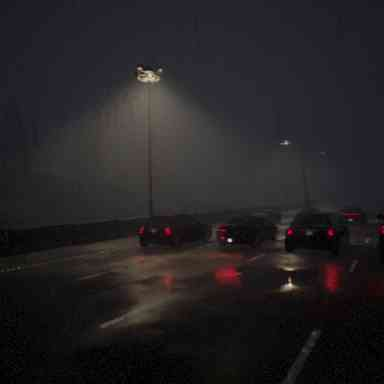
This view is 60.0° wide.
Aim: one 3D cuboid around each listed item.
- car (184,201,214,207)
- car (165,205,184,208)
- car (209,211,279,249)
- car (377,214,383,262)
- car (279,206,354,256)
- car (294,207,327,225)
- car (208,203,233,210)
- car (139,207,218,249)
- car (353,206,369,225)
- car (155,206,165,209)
[{"bbox_3d":[1.550,2.398,49.069,2.150,2.045,5.566,-2,-1,31],"label":"car"},{"bbox_3d":[-1.379,2.786,50.960,2.128,1.511,4.902,-2,-1,31],"label":"car"},{"bbox_3d":[2.970,1.949,17.129,1.837,1.490,4.892,-2,-2,31],"label":"car"},{"bbox_3d":[8.313,1.415,12.458,2.150,2.045,5.566,-2,-2,31],"label":"car"},{"bbox_3d":[5.734,1.674,14.952,2.097,1.767,4.553,-2,-2,31],"label":"car"},{"bbox_3d":[10.845,2.116,30.221,1.994,1.385,4.181,-2,-1,31],"label":"car"},{"bbox_3d":[4.441,2.621,47.068,1.994,1.385,4.181,-2,-1,31],"label":"car"},{"bbox_3d":[-0.733,1.904,17.778,2.097,1.767,4.553,-2,-2,31],"label":"car"},{"bbox_3d":[13.737,1.938,28.245,1.837,1.490,4.892,-2,-1,31],"label":"car"},{"bbox_3d":[-4.713,2.961,52.203,2.033,1.411,5.357,-2,-1,31],"label":"car"}]
